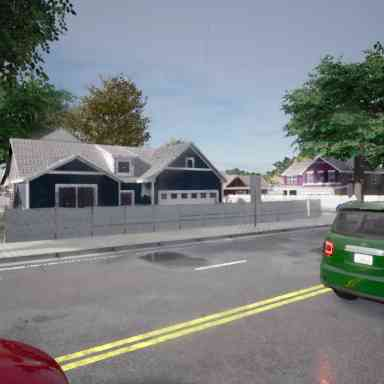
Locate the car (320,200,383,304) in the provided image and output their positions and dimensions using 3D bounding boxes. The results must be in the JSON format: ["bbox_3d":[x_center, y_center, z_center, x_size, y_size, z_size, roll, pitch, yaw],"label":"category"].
[{"bbox_3d":[5.067,1.209,7.098,5.566,2.045,2.150,0,0,-35],"label":"car"}]

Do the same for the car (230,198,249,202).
[{"bbox_3d":[7.090,1.551,44.951,1.882,1.535,5.008,-1,0,-31],"label":"car"}]

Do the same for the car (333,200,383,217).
[{"bbox_3d":[15.996,1.493,31.336,1.812,1.442,4.674,-1,0,-34],"label":"car"}]

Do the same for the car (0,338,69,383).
[{"bbox_3d":[-3.054,1.476,1.263,5.008,1.535,1.882,0,0,-35],"label":"car"}]
